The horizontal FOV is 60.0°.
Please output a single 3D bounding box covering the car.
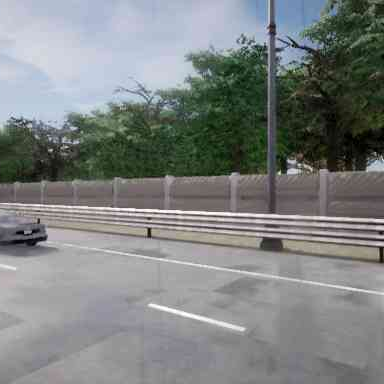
[{"bbox_3d":[-8.271,1.561,14.069,5.357,1.411,2.033,0,0,35],"label":"car"}]
